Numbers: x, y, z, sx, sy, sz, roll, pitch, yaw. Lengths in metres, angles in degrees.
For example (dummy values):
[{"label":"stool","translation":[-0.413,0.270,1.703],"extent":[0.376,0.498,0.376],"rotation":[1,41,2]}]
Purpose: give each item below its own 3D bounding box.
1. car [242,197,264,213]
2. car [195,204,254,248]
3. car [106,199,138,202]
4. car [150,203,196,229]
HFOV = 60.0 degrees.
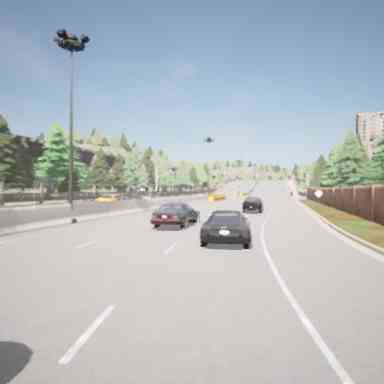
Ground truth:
[{"label":"car","translation":[6.136,1.221,33.320],"extent":[1.882,1.535,5.008],"rotation":[1,1,15]},{"label":"car","translation":[1.506,1.444,14.280],"extent":[1.994,1.385,4.181],"rotation":[1,1,9]},{"label":"car","translation":[-7.288,1.078,37.907],"extent":[2.128,1.511,4.902],"rotation":[1,1,16]},{"label":"car","translation":[-0.914,1.351,20.270],"extent":[2.033,1.411,5.357],"rotation":[1,1,13]}]
